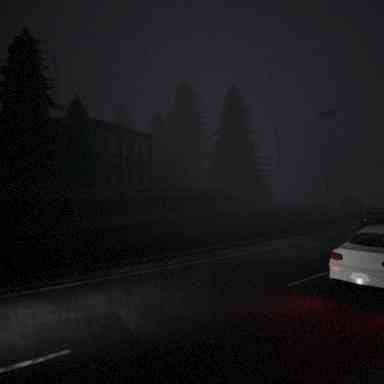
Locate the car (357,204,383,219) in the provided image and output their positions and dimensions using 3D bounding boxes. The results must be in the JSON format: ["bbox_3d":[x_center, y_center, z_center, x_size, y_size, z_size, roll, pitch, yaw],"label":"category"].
[{"bbox_3d":[11.399,1.536,19.396,1.895,1.301,4.718,-1,0,41],"label":"car"}]

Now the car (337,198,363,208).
[{"bbox_3d":[21.381,1.452,45.050,1.994,1.385,4.181,0,0,-1],"label":"car"}]

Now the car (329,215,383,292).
[{"bbox_3d":[5.045,1.498,8.098,4.674,1.442,1.812,0,0,-41],"label":"car"}]
